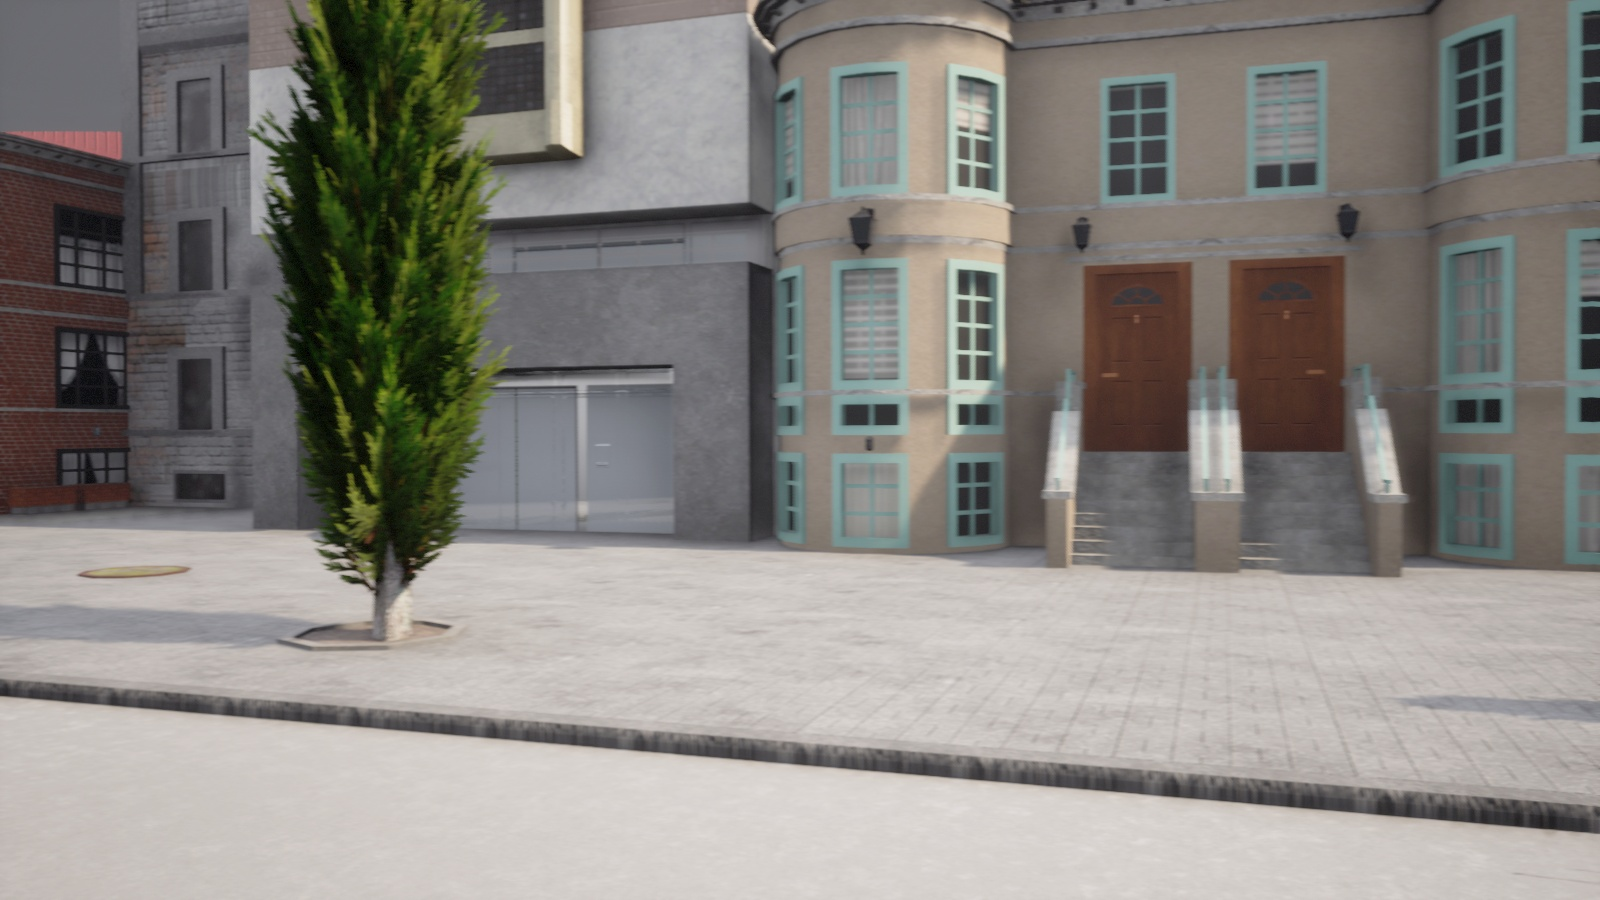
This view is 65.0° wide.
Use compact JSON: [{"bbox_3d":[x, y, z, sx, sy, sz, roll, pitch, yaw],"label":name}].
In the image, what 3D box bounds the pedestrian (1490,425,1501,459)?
[{"bbox_3d":[39.620,-0.459,71.496,0.396,1.930,0.692,0,1,17],"label":"pedestrian"}]
